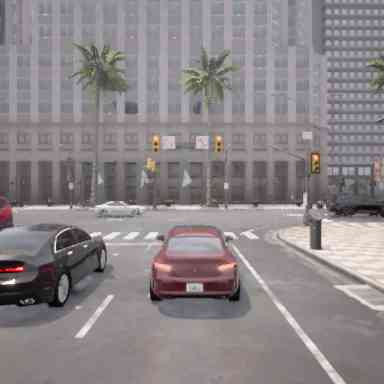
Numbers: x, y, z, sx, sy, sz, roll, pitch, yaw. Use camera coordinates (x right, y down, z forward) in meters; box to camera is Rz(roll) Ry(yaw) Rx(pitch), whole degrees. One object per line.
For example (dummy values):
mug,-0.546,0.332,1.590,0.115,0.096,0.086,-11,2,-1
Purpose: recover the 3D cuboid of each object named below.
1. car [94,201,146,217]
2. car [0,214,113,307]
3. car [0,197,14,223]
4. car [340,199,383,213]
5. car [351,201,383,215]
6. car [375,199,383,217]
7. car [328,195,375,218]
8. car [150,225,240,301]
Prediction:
car,-6.620,1.573,30.827,4.674,1.442,1.812,0,0,0
car,-3.434,1.518,7.966,1.837,1.490,4.892,0,0,0
car,-10.437,1.246,15.415,2.150,2.045,5.566,0,0,-2
car,19.779,1.552,37.987,4.902,1.511,2.128,0,0,0
car,19.057,1.619,34.488,4.181,1.385,1.994,0,0,0
car,18.242,1.534,27.290,4.902,1.511,2.128,0,0,0
car,15.566,1.270,30.794,5.566,2.045,2.150,0,0,0
car,0.076,1.539,8.217,1.812,1.442,4.674,0,0,1
